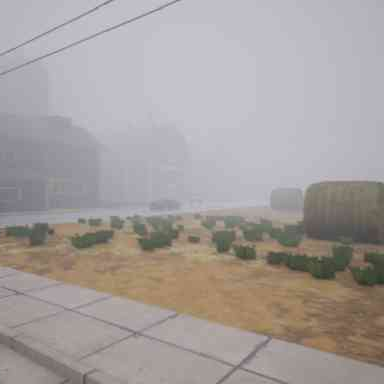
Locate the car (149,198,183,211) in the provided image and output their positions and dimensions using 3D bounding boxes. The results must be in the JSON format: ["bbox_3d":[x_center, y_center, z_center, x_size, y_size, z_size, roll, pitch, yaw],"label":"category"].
[{"bbox_3d":[-2.959,1.478,38.975,1.837,1.490,4.892,0,0,35],"label":"car"}]

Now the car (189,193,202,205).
[{"bbox_3d":[0.597,1.118,57.769,1.905,1.878,3.866,6,1,-8],"label":"car"}]
